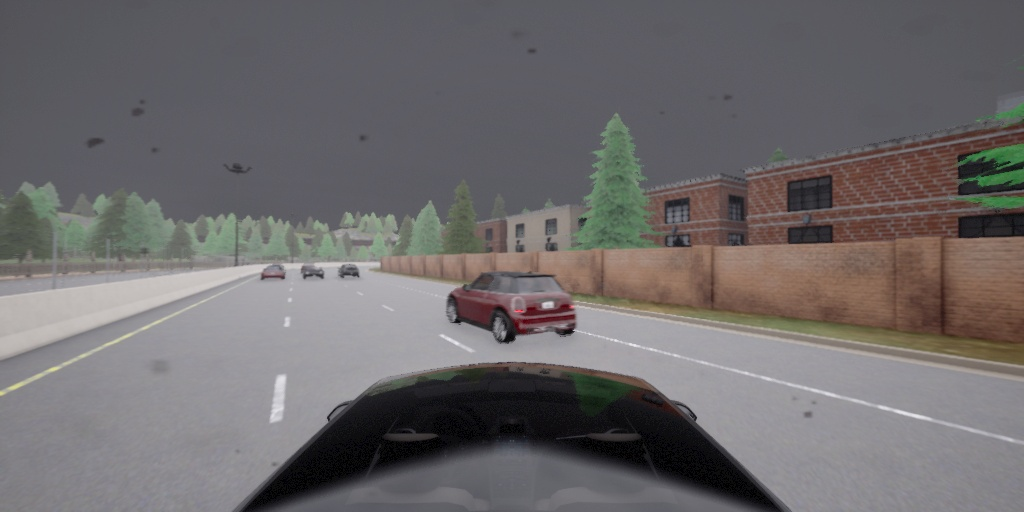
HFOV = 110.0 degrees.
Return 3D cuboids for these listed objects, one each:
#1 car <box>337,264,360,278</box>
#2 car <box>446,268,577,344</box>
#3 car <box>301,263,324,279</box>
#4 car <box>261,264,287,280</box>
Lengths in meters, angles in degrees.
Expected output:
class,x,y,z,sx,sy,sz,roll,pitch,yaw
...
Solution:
class,x,y,z,sx,sy,sz,roll,pitch,yaw
car,-18.416,1.691,40.376,1.837,1.490,4.892,1,-1,-31
car,-0.245,1.214,10.380,2.097,1.767,4.553,1,-1,-31
car,-20.993,1.746,37.877,1.895,1.301,4.718,1,-1,-31
car,-24.126,1.678,36.291,1.994,1.385,4.181,1,-1,-31
